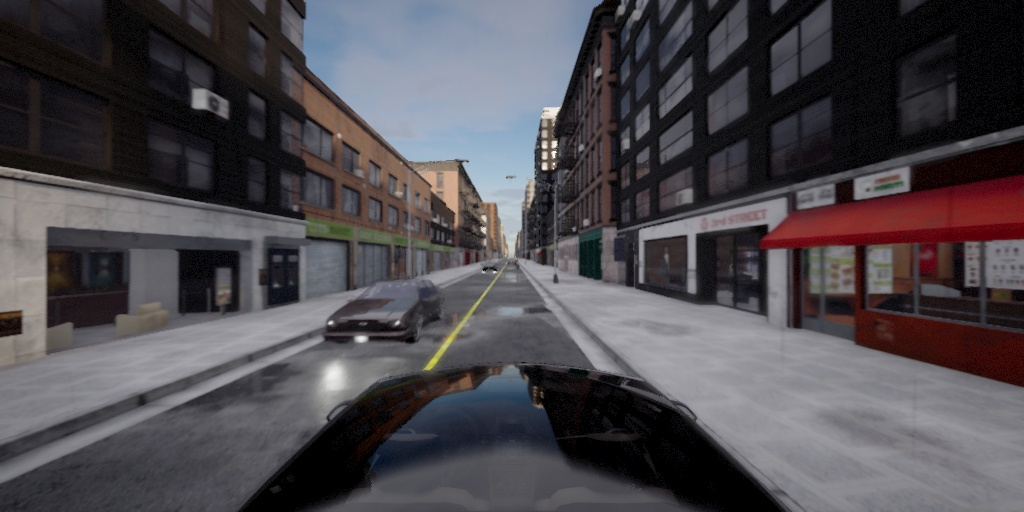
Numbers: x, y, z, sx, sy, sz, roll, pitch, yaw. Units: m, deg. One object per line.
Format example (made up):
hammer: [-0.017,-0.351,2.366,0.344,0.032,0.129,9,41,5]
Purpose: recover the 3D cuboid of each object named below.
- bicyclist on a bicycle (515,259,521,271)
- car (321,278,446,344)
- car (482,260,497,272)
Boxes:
bicyclist on a bicycle: [0.821,1.315,48.373,0.866,1.612,1.509,0,-1,0]
car: [-3.101,1.338,10.030,2.033,1.411,5.357,0,0,0]
car: [-3.080,1.384,49.944,1.837,1.490,4.892,0,0,0]
